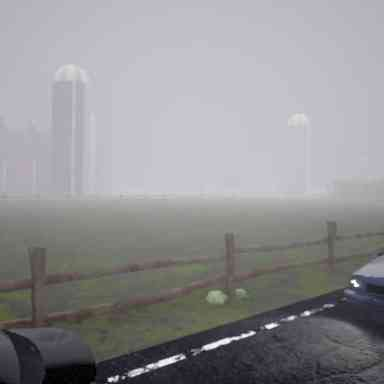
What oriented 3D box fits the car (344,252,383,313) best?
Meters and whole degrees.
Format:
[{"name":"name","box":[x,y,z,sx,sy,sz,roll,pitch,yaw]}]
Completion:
[{"name":"car","box":[5.396,1.546,6.905,5.357,1.411,2.033,0,0,-36]}]

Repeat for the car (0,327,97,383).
[{"name":"car","box":[-2.728,1.504,1.125,4.892,1.490,1.837,0,0,-35]}]
